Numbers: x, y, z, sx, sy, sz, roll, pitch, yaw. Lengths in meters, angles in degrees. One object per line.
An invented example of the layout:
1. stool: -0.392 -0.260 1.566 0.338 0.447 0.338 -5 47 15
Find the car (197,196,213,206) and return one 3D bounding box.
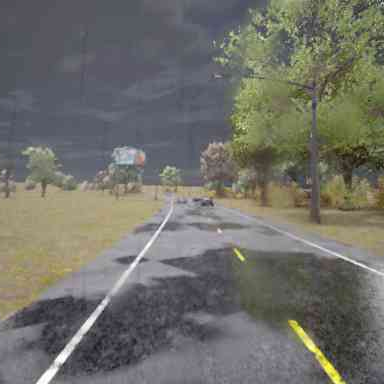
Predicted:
1. car: 2.289 1.485 52.207 1.812 1.442 4.674 0 0 -3

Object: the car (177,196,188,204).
1. car: -1.826 1.436 61.014 2.128 1.511 4.902 0 0 -3

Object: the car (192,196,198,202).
1. car: 1.119 1.520 70.212 1.895 1.301 4.718 0 0 -4
